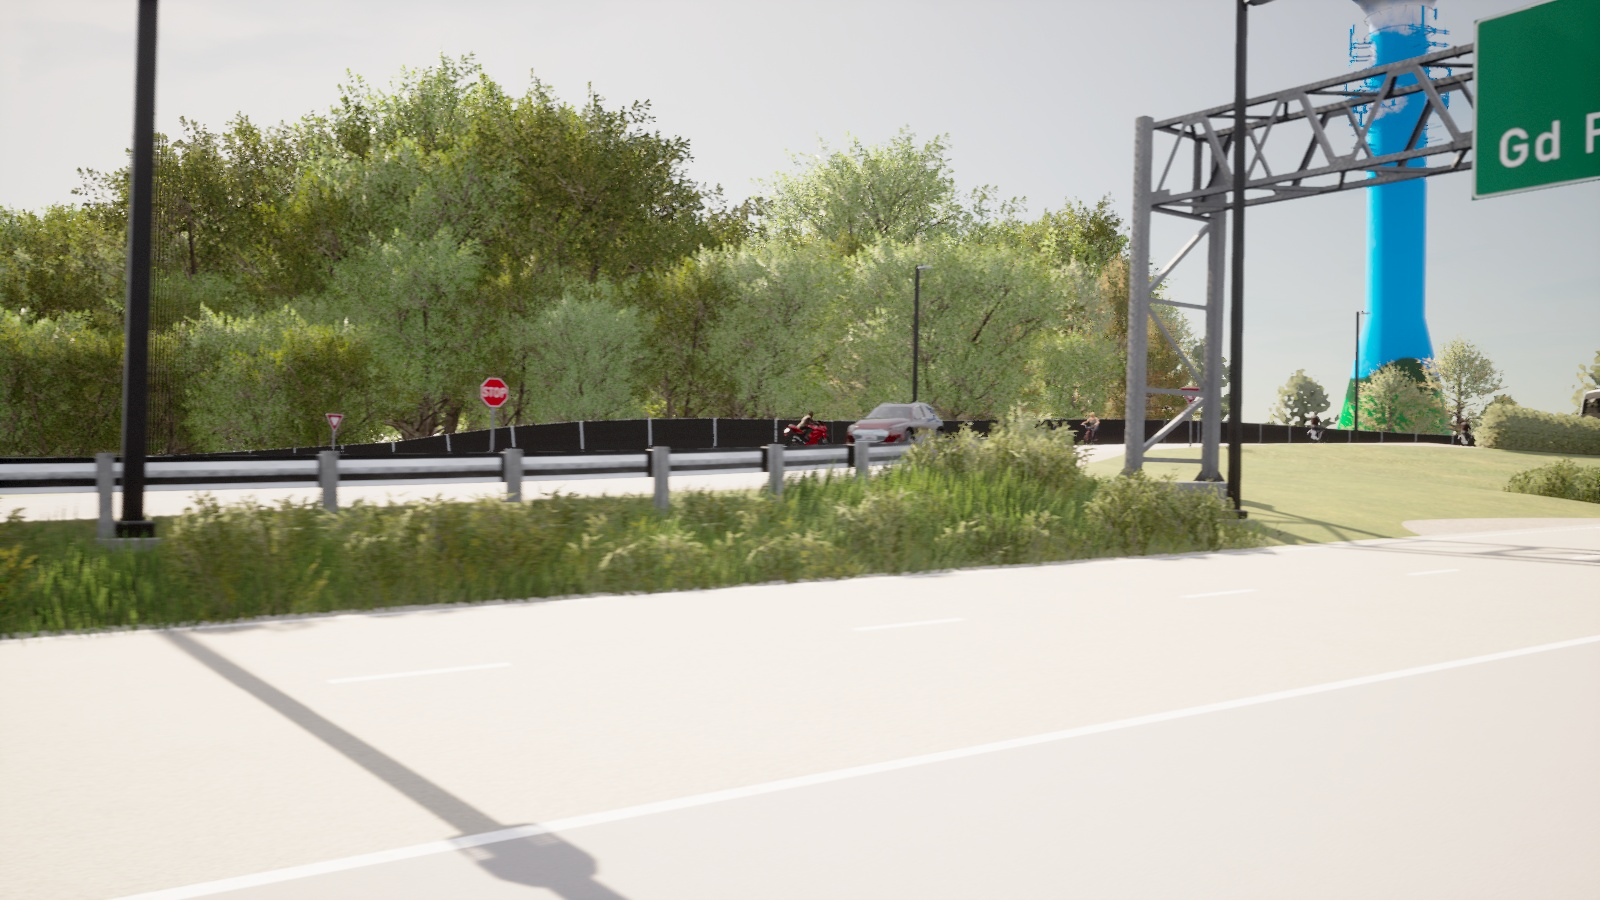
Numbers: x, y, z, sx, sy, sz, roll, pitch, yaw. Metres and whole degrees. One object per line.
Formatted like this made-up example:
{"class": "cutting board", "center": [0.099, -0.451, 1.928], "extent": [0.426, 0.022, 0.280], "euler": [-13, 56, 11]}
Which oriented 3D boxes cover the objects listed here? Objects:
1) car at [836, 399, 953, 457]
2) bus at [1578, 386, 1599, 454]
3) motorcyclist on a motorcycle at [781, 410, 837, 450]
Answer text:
{"class": "car", "center": [3.017, -0.682, 38.896], "extent": [2.033, 1.649, 4.856], "euler": [0, 1, 25]}
{"class": "bus", "center": [55.655, -1.744, 79.569], "extent": [10.273, 4.253, 3.944], "euler": [2, 0, -2]}
{"class": "motorcyclist on a motorcycle", "center": [0.356, -0.770, 49.052], "extent": [2.044, 1.523, 0.797], "euler": [-1, 1, -30]}
